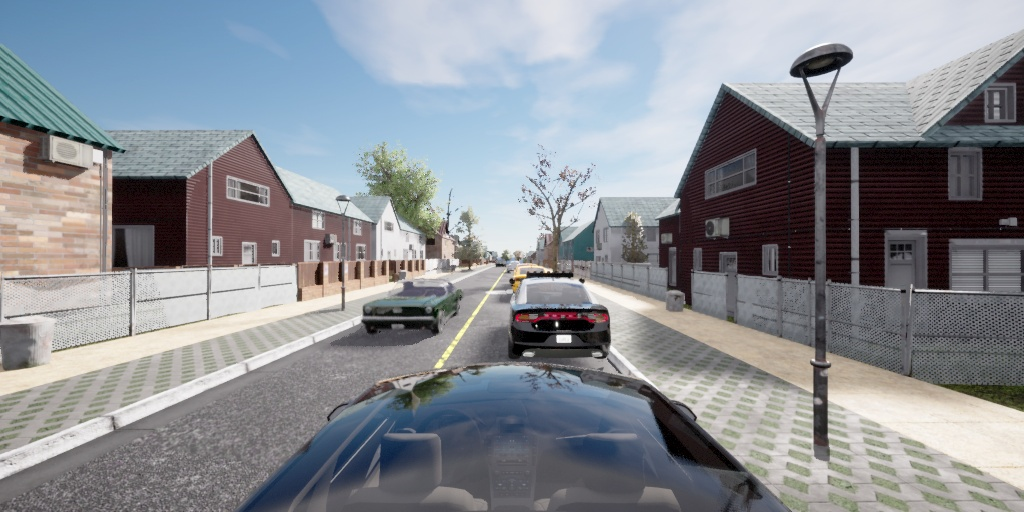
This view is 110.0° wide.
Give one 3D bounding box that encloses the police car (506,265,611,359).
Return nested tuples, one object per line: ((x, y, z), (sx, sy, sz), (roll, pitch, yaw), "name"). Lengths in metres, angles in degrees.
((0.883, 1.176, 8.555), (1.930, 1.638, 5.238), (0, 0, 0), "police car")

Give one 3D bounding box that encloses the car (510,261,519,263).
((1.001, 1.250, 24.446), (1.882, 1.535, 5.008), (0, 0, 0), "car")

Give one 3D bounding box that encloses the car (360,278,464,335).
((-2.676, 1.352, 10.634), (1.895, 1.301, 4.718), (0, 0, 0), "car")

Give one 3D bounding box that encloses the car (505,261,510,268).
((0.365, 1.383, 45.720), (1.812, 1.442, 4.674), (0, 0, 1), "car")

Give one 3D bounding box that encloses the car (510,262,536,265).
((0.957, 1.238, 18.445), (1.882, 1.535, 5.008), (0, 0, 0), "car")
